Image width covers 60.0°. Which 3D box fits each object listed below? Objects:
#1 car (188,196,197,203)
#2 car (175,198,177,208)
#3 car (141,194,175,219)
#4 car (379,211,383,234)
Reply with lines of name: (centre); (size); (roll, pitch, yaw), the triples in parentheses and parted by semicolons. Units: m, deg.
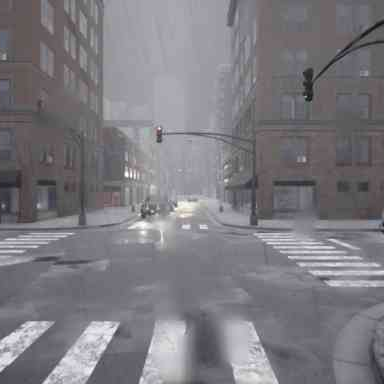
car: (0.071, 1.518, 69.960); (2.128, 1.511, 4.902); (0, 0, 0)
car: (-3.120, 1.545, 39.385); (1.812, 1.442, 4.674); (0, 0, 0)
car: (-3.100, 1.236, 29.712); (2.150, 2.045, 5.566); (0, 0, 2)
car: (11.041, 1.617, 14.610); (4.718, 1.301, 1.895); (0, 0, 2)
